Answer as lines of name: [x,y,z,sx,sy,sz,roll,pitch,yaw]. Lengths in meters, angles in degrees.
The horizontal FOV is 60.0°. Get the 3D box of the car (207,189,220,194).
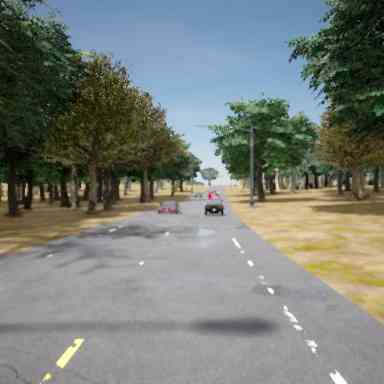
car: [4.249,0.801,67.498,2.150,2.045,5.566,0,1,5]

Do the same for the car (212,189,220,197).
car: [6.625,0.192,92.587,2.150,2.045,5.566,0,1,5]

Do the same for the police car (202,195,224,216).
police car: [2.244,1.449,33.679,1.930,1.638,5.238,0,0,4]

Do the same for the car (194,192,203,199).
car: [1.521,0.725,75.616,1.837,1.490,4.892,0,1,5]

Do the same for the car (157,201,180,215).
car: [-2.326,1.586,34.358,1.994,1.385,4.181,0,0,4]
